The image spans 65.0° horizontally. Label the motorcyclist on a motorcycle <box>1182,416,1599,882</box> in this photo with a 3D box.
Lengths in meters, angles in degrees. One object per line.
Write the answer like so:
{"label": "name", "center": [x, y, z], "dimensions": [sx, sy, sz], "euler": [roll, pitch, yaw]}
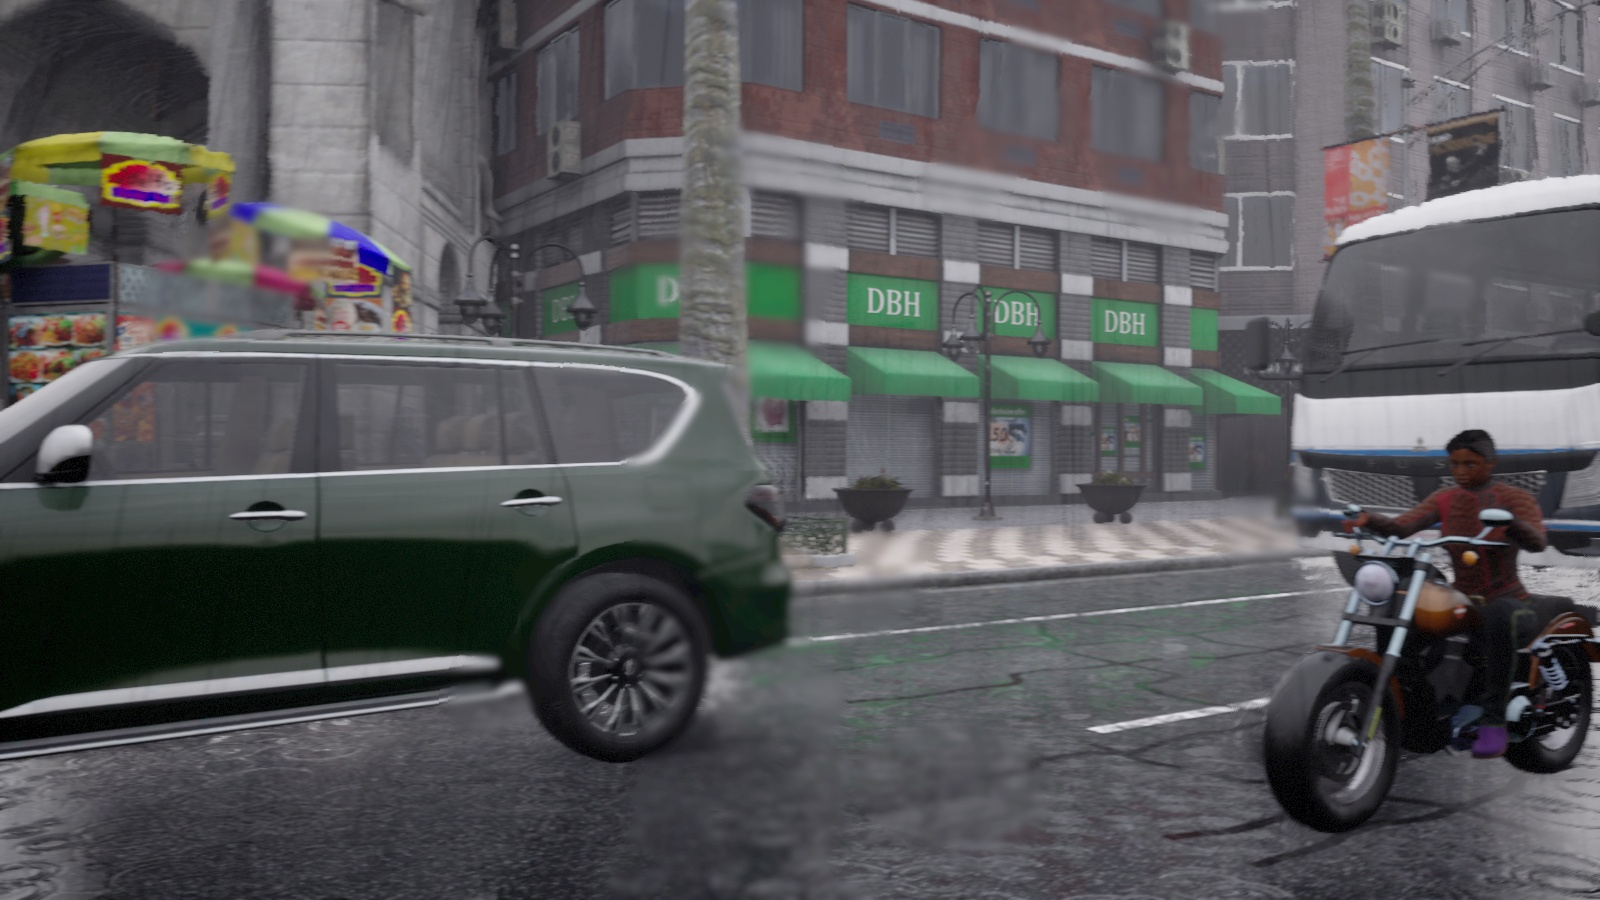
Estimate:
{"label": "motorcyclist on a motorcycle", "center": [2.742, 0.702, 5.418], "dimensions": [2.350, 1.649, 0.766], "euler": [0, 0, -33]}

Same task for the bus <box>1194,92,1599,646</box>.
{"label": "bus", "center": [9.416, -0.619, 14.013], "dimensions": [10.273, 4.253, 3.944], "euler": [0, 0, -33]}

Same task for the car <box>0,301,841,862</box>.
{"label": "car", "center": [-2.699, 0.482, 6.022], "dimensions": [5.566, 2.045, 2.150], "euler": [0, 0, -33]}
